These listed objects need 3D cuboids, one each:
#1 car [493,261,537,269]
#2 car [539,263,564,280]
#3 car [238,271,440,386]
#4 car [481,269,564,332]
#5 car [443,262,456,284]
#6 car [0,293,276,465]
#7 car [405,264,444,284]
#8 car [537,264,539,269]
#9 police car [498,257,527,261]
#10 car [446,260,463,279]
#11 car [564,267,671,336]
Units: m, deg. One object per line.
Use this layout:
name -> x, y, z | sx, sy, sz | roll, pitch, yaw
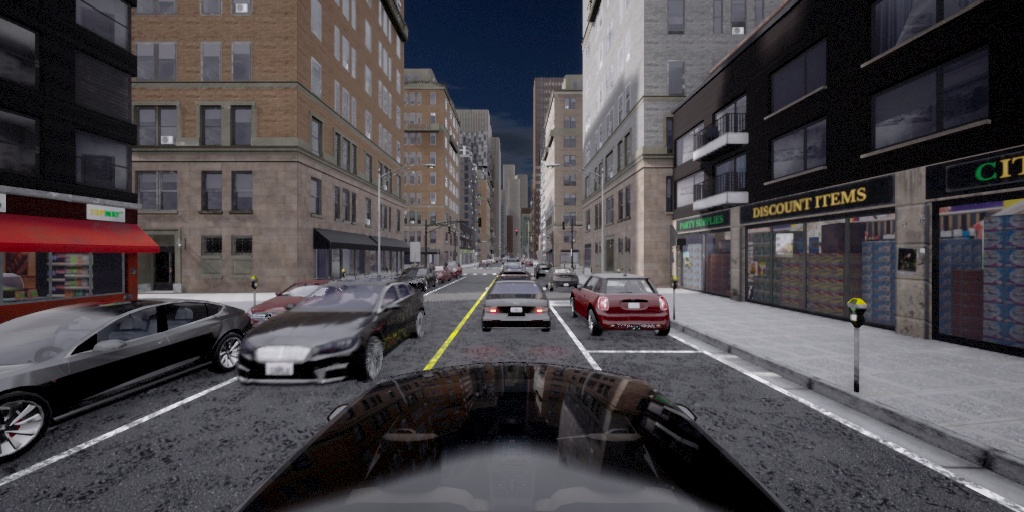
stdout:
car -> 0.148, 1.242, 21.367 | 2.128, 1.511, 4.902 | 0, 0, 0
car -> 2.906, 1.301, 21.373 | 2.007, 1.370, 4.403 | 0, 0, 0
car -> -3.088, 1.241, 7.227 | 2.128, 1.511, 4.902 | 0, 0, 0
car -> 0.118, 1.297, 10.844 | 2.033, 1.411, 5.357 | 0, 0, 0
car -> -5.605, 1.333, 26.897 | 1.802, 1.307, 4.207 | 0, 0, 0
car -> -5.664, 1.315, 4.892 | 1.948, 1.339, 4.313 | 0, 0, 0
car -> -5.620, 1.316, 21.396 | 1.948, 1.339, 4.313 | 0, 0, 0
car -> 2.935, 1.319, 32.376 | 1.948, 1.339, 4.313 | 0, 0, 0
police car -> 0.074, 1.178, 31.386 | 1.930, 1.638, 5.238 | 0, 0, 0
car -> -5.590, 1.192, 32.399 | 1.967, 1.591, 4.097 | 0, 0, 0
car -> 2.877, 1.189, 10.371 | 1.967, 1.591, 4.097 | 0, 0, 0
